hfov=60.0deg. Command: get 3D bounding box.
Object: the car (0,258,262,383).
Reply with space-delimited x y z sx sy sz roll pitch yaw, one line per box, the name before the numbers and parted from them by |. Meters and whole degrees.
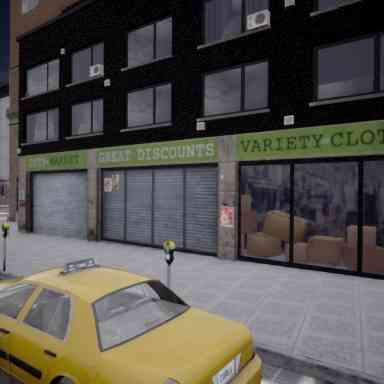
car | -1.579 1.524 4.217 4.829 1.417 1.752 0 1 35
